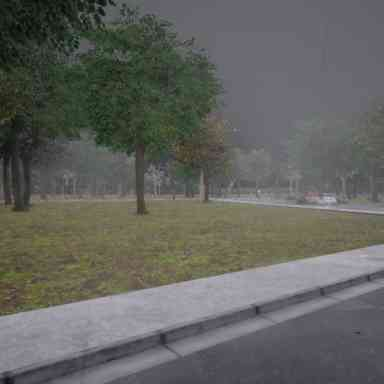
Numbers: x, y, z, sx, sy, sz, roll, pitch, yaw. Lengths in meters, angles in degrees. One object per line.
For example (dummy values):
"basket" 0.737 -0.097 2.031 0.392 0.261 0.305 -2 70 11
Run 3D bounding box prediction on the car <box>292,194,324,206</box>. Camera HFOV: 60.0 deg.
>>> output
"car" 18.783 1.531 54.184 1.837 1.490 4.892 0 0 -12

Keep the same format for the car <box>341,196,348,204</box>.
"car" 27.129 1.554 62.338 2.128 1.511 4.902 0 0 -12

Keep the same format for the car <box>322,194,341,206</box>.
"car" 21.955 1.563 54.892 1.812 1.442 4.674 0 0 -12

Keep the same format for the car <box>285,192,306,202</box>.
"car" 21.774 1.406 71.535 2.128 1.511 4.902 0 0 -12

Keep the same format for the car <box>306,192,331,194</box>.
"car" 23.993 1.273 61.483 2.150 2.045 5.566 0 0 -11
